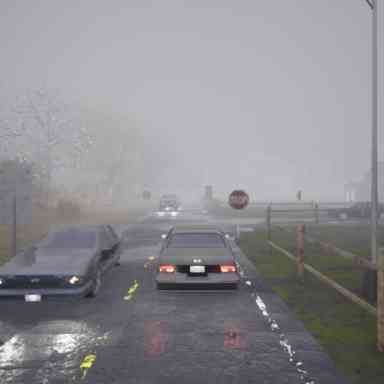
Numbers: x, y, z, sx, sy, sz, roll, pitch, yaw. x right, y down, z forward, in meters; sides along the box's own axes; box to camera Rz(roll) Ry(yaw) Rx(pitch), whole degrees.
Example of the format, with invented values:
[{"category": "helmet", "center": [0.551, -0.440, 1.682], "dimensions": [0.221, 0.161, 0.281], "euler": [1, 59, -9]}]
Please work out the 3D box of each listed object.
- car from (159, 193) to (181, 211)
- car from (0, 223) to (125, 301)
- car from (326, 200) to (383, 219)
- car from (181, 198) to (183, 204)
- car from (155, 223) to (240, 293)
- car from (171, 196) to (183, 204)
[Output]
[{"category": "car", "center": [-2.835, 1.200, 41.509], "dimensions": [2.150, 2.045, 5.566], "euler": [0, 0, 0]}, {"category": "car", "center": [-2.994, 1.547, 8.730], "dimensions": [2.033, 1.411, 5.357], "euler": [0, 0, -2]}, {"category": "car", "center": [13.196, 1.422, 26.312], "dimensions": [5.008, 1.535, 1.882], "euler": [0, 0, 0]}, {"category": "car", "center": [-2.807, 1.440, 51.539], "dimensions": [1.882, 1.535, 5.008], "euler": [0, 0, 1]}, {"category": "car", "center": [0.101, 1.547, 8.990], "dimensions": [2.033, 1.411, 5.357], "euler": [0, 0, 0]}, {"category": "car", "center": [-2.775, 1.448, 61.632], "dimensions": [1.837, 1.490, 4.892], "euler": [0, 0, 1]}]
